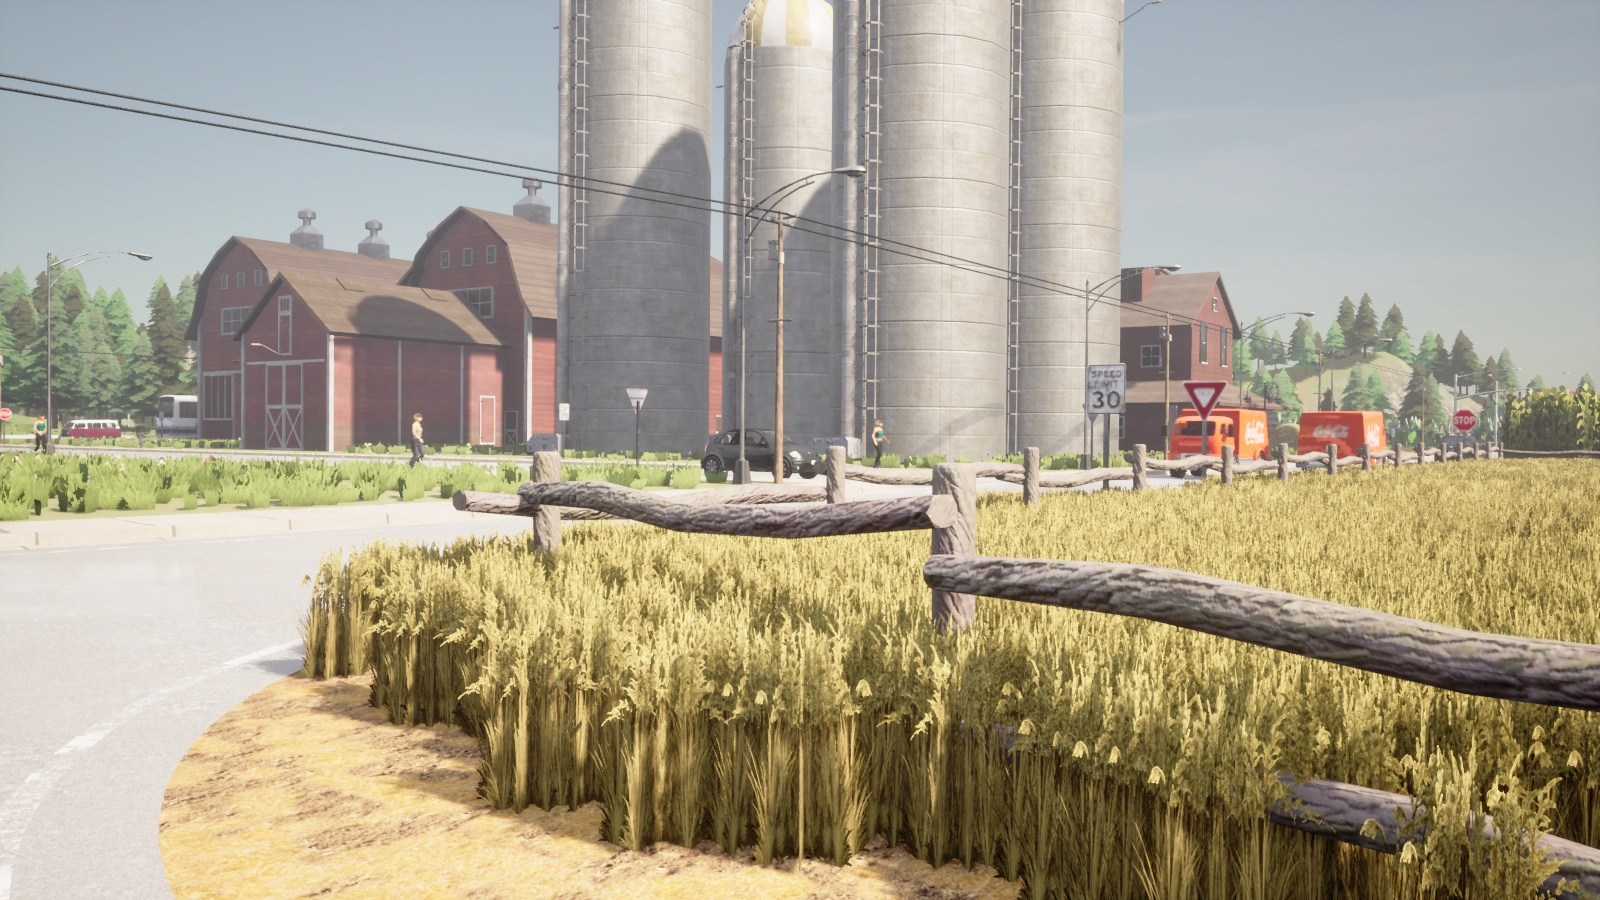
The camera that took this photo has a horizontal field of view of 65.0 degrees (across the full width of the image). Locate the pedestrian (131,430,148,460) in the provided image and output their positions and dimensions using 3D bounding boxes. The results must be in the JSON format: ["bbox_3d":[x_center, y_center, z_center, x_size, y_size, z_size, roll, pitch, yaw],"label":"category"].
[{"bbox_3d":[-40.828,-0.304,77.668,0.849,1.883,0.563,0,1,34],"label":"pedestrian"}]

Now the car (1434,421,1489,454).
[{"bbox_3d":[36.427,-0.685,69.123,2.097,1.767,4.553,0,1,35],"label":"car"}]

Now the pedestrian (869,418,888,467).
[{"bbox_3d":[2.928,-0.276,46.627,0.594,1.836,0.345,0,1,42],"label":"pedestrian"}]

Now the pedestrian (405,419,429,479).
[{"bbox_3d":[-11.771,-0.034,38.599,0.594,1.836,0.345,0,1,11],"label":"pedestrian"}]

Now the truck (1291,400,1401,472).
[{"bbox_3d":[20.160,-0.560,46.227,2.627,2.467,5.204,0,2,36],"label":"truck"}]

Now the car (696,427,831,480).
[{"bbox_3d":[-1.192,0.091,40.225,3.988,1.617,1.851,0,1,35],"label":"car"}]

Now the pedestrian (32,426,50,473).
[{"bbox_3d":[-29.635,-0.015,49.036,0.594,1.836,0.345,0,1,32],"label":"pedestrian"}]

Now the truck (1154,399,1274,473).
[{"bbox_3d":[14.832,-0.501,44.790,2.627,2.467,5.204,0,1,36],"label":"truck"}]
